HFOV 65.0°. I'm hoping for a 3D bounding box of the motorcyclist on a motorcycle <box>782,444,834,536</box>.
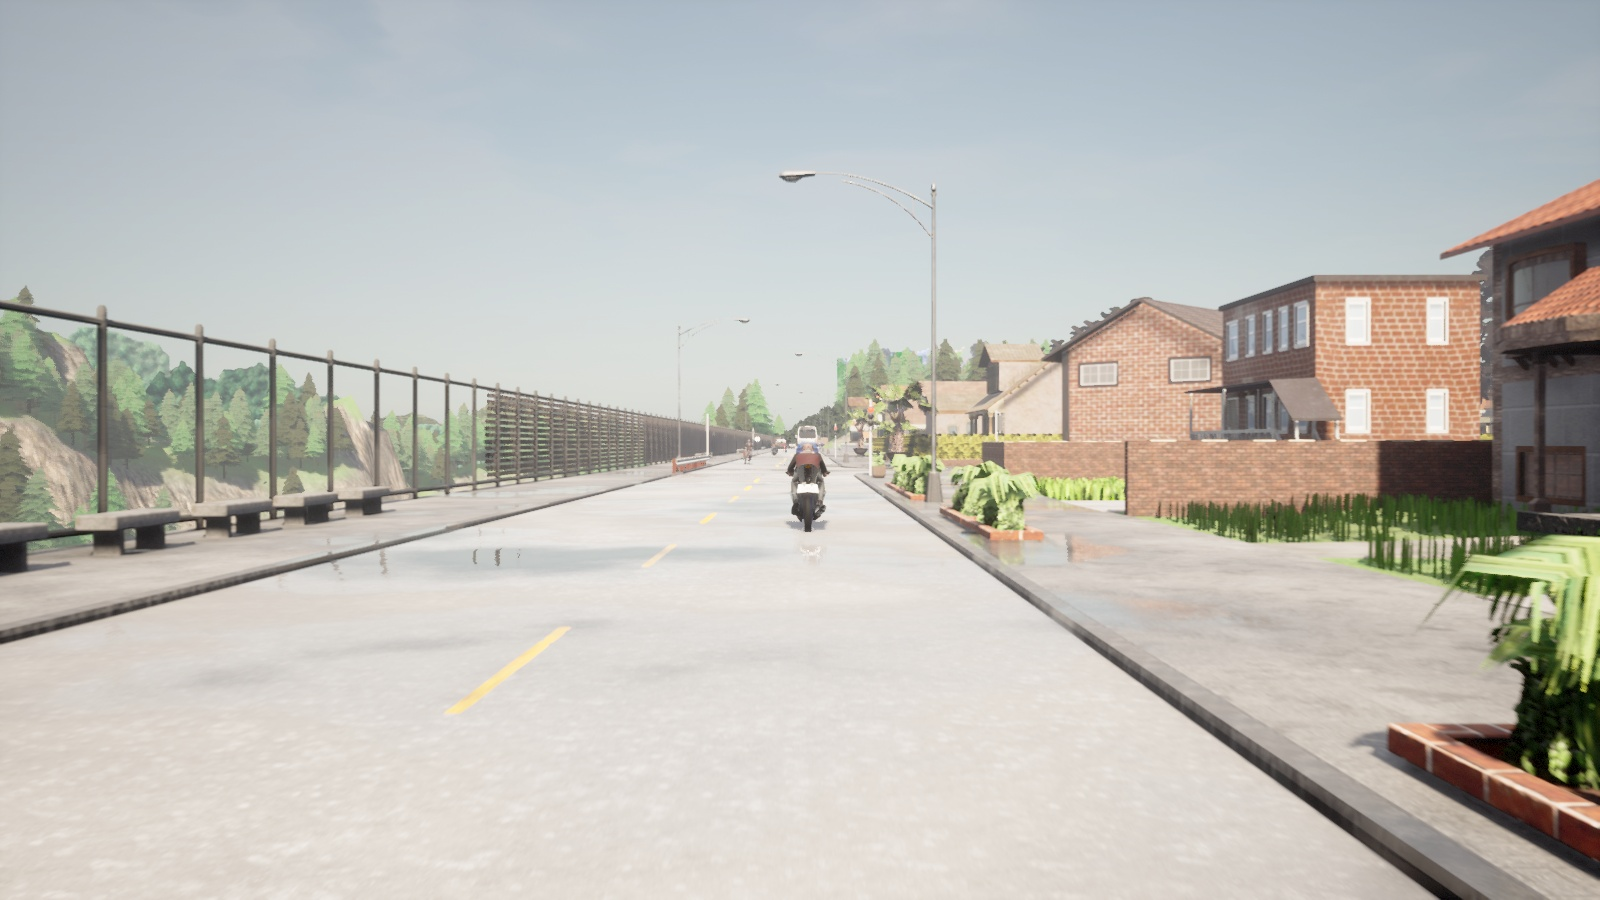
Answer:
[{"bbox_3d":[0.137,0.657,22.054,0.866,1.530,2.191,0,0,0],"label":"motorcyclist on a motorcycle"}]
